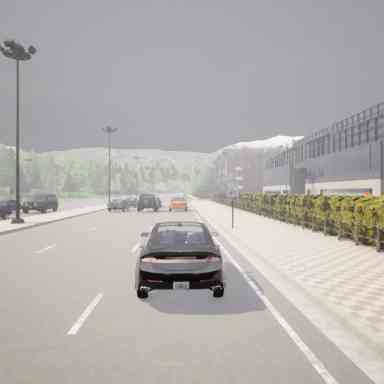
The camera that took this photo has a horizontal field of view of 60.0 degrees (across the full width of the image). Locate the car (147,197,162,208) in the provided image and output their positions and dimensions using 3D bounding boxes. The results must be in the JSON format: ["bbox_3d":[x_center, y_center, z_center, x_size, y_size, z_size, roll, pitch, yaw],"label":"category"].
[{"bbox_3d":[-5.498,1.478,49.575,1.882,1.535,5.008,0,0,-2],"label":"car"}]

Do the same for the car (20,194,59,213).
[{"bbox_3d":[-16.570,1.221,36.632,2.150,2.045,5.566,0,0,-3],"label":"car"}]

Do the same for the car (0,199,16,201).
[{"bbox_3d":[-20.033,1.505,35.439,1.837,1.490,4.892,0,0,-2],"label":"car"}]

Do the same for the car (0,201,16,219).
[{"bbox_3d":[-16.184,1.601,26.146,1.895,1.301,4.718,0,0,-2],"label":"car"}]

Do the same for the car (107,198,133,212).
[{"bbox_3d":[-8.603,1.547,39.147,2.033,1.411,5.357,0,0,-2],"label":"car"}]

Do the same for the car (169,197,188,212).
[{"bbox_3d":[-1.618,1.352,39.687,2.097,1.767,4.553,0,0,-2],"label":"car"}]

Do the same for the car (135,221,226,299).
[{"bbox_3d":[-0.307,1.492,8.496,2.128,1.511,4.902,0,0,-3],"label":"car"}]

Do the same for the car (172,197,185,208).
[{"bbox_3d":[-2.002,1.505,49.736,1.837,1.490,4.892,0,0,-2],"label":"car"}]

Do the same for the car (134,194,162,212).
[{"bbox_3d":[-5.091,1.221,38.895,2.150,2.045,5.566,0,0,-2],"label":"car"}]
